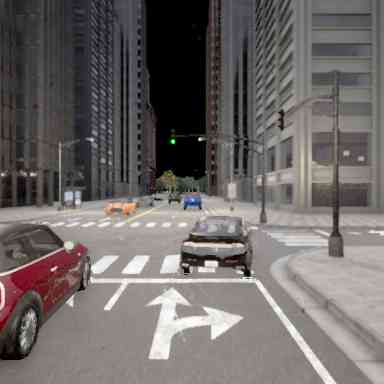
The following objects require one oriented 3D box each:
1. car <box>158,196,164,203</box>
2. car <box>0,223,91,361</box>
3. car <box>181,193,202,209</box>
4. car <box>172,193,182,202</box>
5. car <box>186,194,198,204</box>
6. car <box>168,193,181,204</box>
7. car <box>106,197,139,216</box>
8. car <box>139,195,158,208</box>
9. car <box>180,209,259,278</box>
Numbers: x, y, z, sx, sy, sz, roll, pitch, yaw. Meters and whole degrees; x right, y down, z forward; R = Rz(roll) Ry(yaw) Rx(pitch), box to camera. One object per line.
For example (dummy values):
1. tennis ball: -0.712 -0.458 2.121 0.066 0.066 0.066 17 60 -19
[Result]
1. car: -6.503 1.425 64.634 1.895 1.301 4.718 0 0 0
2. car: -3.325 1.344 6.023 2.097 1.767 4.553 0 0 -3
3. car: 0.098 1.155 43.062 2.150 2.045 5.566 0 0 0
4. car: -3.253 1.172 72.363 2.097 1.767 4.553 0 0 0
5. car: 0.017 1.263 63.770 2.097 1.767 4.553 0 0 0
6. car: -3.253 1.135 61.771 2.150 2.045 5.566 0 0 0
7. car: -6.595 1.306 31.231 2.097 1.767 4.553 0 0 0
8. car: -6.580 1.282 47.655 2.097 1.767 4.553 0 0 0
9. car: 0.969 1.478 10.217 2.128 1.511 4.902 0 0 12
